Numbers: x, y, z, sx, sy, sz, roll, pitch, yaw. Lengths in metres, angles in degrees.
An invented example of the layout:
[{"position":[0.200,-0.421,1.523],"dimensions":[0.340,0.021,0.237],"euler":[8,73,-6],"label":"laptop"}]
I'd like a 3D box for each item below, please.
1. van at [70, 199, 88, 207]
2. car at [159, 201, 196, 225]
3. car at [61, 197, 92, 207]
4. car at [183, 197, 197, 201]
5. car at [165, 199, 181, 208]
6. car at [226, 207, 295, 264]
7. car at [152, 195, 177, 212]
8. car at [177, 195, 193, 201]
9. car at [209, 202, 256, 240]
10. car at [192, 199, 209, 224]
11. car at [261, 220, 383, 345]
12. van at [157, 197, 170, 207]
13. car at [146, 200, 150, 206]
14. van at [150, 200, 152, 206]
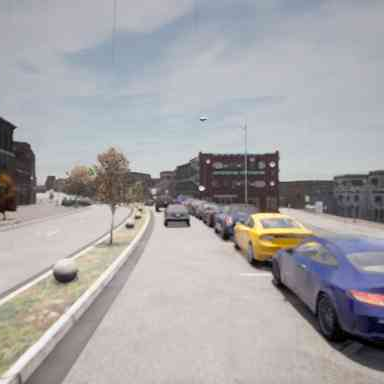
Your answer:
[{"position":[-29.384,2.764,86.266],"dimensions":[4.442,1.987,1.878],"euler":[0,-2,-20],"label":"van"},{"position":[-1.196,1.622,24.788],"dimensions":[2.033,1.411,5.357],"euler":[0,0,-6],"label":"car"},{"position":[-21.752,1.904,62.796],"dimensions":[5.566,2.045,2.435],"euler":[0,-2,-14],"label":"car"},{"position":[0.714,1.587,34.056],"dimensions":[2.231,1.521,4.892],"euler":[0,0,-7],"label":"car"},{"position":[-3.177,1.916,55.996],"dimensions":[2.002,1.452,4.674],"euler":[0,-1,-12],"label":"car"},{"position":[2.718,1.511,11.960],"dimensions":[2.097,1.535,5.008],"euler":[0,0,-2],"label":"car"},{"position":[-3.608,1.404,42.740],"dimensions":[2.150,2.045,5.566],"euler":[0,-1,-10],"label":"car"},{"position":[-1.009,1.436,45.171],"dimensions":[2.435,2.045,5.566],"euler":[0,-1,-9],"label":"car"},{"position":[2.397,1.403,17.475],"dimensions":[2.185,1.767,4.553],"euler":[0,0,-3],"label":"car"},{"position":[1.375,1.606,28.675],"dimensions":[2.002,1.452,4.674],"euler":[0,0,-6],"label":"car"},{"position":[2.921,1.533,6.415],"dimensions":[2.002,1.452,4.674],"euler":[0,0,-1],"label":"car"},{"position":[-5.775,1.932,66.908],"dimensions":[1.878,1.987,4.442],"euler":[0,-2,-14],"label":"van"},{"position":[-8.762,2.545,77.479],"dimensions":[2.163,1.488,4.792],"euler":[0,-2,-16],"label":"car"},{"position":[-7.233,2.105,72.249],"dimensions":[1.878,1.987,4.442],"euler":[0,-2,-15],"label":"van"}]
